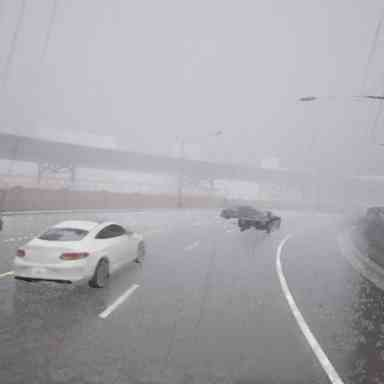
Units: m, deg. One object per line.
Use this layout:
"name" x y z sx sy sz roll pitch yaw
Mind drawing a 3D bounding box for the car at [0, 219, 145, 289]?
"car" -2.678 1.436 8.886 1.812 1.442 4.674 2 0 9

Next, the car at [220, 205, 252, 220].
"car" 4.663 1.881 30.348 2.033 1.411 5.357 1 -1 38

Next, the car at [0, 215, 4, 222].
"car" -9.319 1.215 12.580 1.812 1.442 4.674 2 0 12

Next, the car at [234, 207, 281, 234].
"car" 4.497 1.862 21.487 1.895 1.301 4.718 2 0 25

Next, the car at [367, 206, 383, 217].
"car" 28.160 2.951 50.174 4.892 1.490 1.837 4 -3 -39
